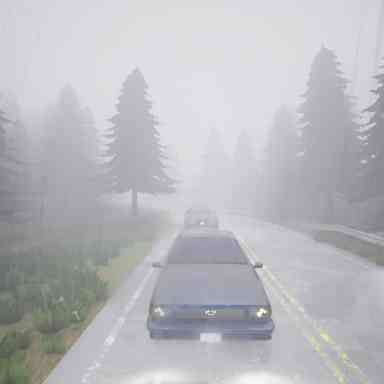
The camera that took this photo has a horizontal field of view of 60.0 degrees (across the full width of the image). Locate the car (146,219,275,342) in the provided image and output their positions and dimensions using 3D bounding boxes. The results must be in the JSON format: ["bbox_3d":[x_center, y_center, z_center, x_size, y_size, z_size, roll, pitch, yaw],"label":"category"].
[{"bbox_3d":[0.308,1.558,7.103,2.033,1.411,5.357,0,0,1],"label":"car"}]

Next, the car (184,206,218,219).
[{"bbox_3d":[0.501,1.585,20.622,1.994,1.385,4.181,0,0,-2],"label":"car"}]
